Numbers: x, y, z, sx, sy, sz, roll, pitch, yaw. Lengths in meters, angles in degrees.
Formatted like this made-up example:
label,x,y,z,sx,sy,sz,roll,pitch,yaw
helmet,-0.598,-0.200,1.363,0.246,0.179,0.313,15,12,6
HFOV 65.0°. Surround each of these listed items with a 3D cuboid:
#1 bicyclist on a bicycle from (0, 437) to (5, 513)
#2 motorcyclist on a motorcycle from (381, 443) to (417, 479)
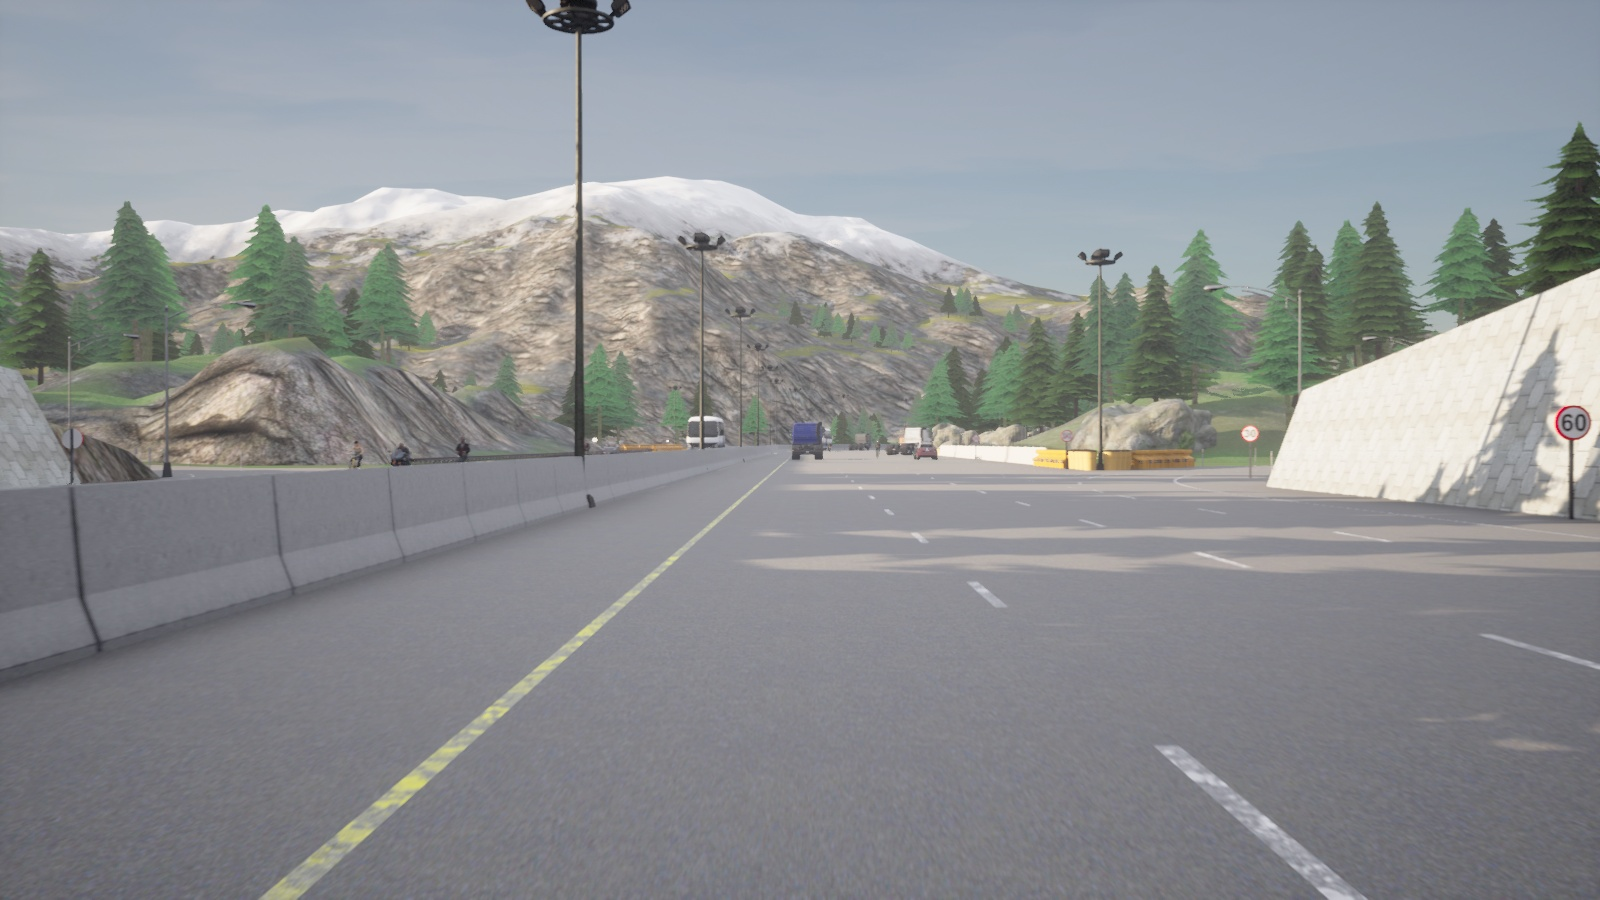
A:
label,x,y,z,sx,sy,sz,roll,pitch,yaw
bicyclist on a bicycle,-17.337,0.538,26.064,0.582,1.620,1.656,0,1,0
motorcyclist on a motorcycle,-17.179,0.464,53.837,0.866,1.530,2.191,0,0,0
